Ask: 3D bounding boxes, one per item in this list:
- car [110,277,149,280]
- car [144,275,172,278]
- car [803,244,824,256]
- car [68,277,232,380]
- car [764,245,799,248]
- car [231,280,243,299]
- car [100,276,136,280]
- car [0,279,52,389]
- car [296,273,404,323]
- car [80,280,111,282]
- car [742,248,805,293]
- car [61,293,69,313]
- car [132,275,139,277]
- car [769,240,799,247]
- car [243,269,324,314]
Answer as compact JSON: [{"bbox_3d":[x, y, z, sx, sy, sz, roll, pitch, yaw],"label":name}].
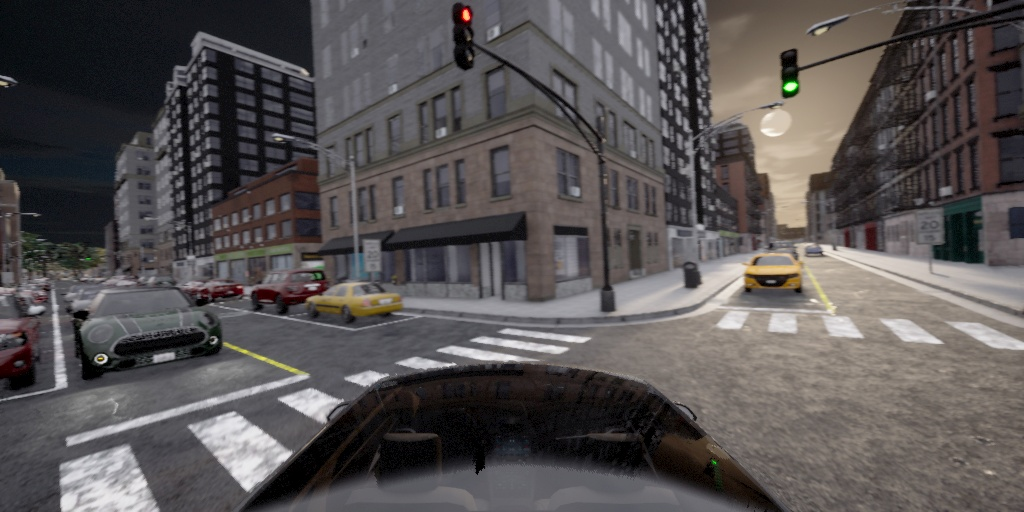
[{"bbox_3d":[-34.468,2.917,32.350,4.674,1.442,1.812,-3,0,38],"label":"car"},{"bbox_3d":[-37.837,2.904,38.646,4.553,1.767,2.097,-3,0,38],"label":"car"},{"bbox_3d":[37.844,-0.764,45.022,2.033,1.411,5.357,-3,0,38],"label":"car"},{"bbox_3d":[-8.735,1.517,8.541,4.553,1.767,2.097,-3,0,38],"label":"car"},{"bbox_3d":[17.666,0.297,23.746,1.837,1.490,4.892,-3,0,38],"label":"car"},{"bbox_3d":[-19.297,2.217,23.770,4.507,1.381,1.888,0,0,38],"label":"car"},{"bbox_3d":[-42.289,3.240,38.458,5.008,1.535,1.882,-2,0,38],"label":"car"},{"bbox_3d":[-10.808,1.579,6.973,5.009,1.841,2.192,0,0,38],"label":"car"},{"bbox_3d":[-6.008,1.557,13.402,4.829,1.417,1.751,0,0,38],"label":"car"},{"bbox_3d":[-25.078,2.436,21.313,4.902,1.511,2.128,-3,0,38],"label":"car"},{"bbox_3d":[11.293,0.619,15.530,1.882,1.535,5.008,-3,0,38],"label":"car"},{"bbox_3d":[-16.882,2.046,14.905,4.902,1.511,2.128,-3,0,38],"label":"car"},{"bbox_3d":[-43.353,3.166,42.948,4.553,1.767,2.097,-3,0,38],"label":"car"},{"bbox_3d":[24.146,-0.344,32.107,2.150,2.045,5.566,-3,0,38],"label":"car"},{"bbox_3d":[-10.348,1.560,16.789,5.009,1.841,2.192,0,0,38],"label":"car"}]
